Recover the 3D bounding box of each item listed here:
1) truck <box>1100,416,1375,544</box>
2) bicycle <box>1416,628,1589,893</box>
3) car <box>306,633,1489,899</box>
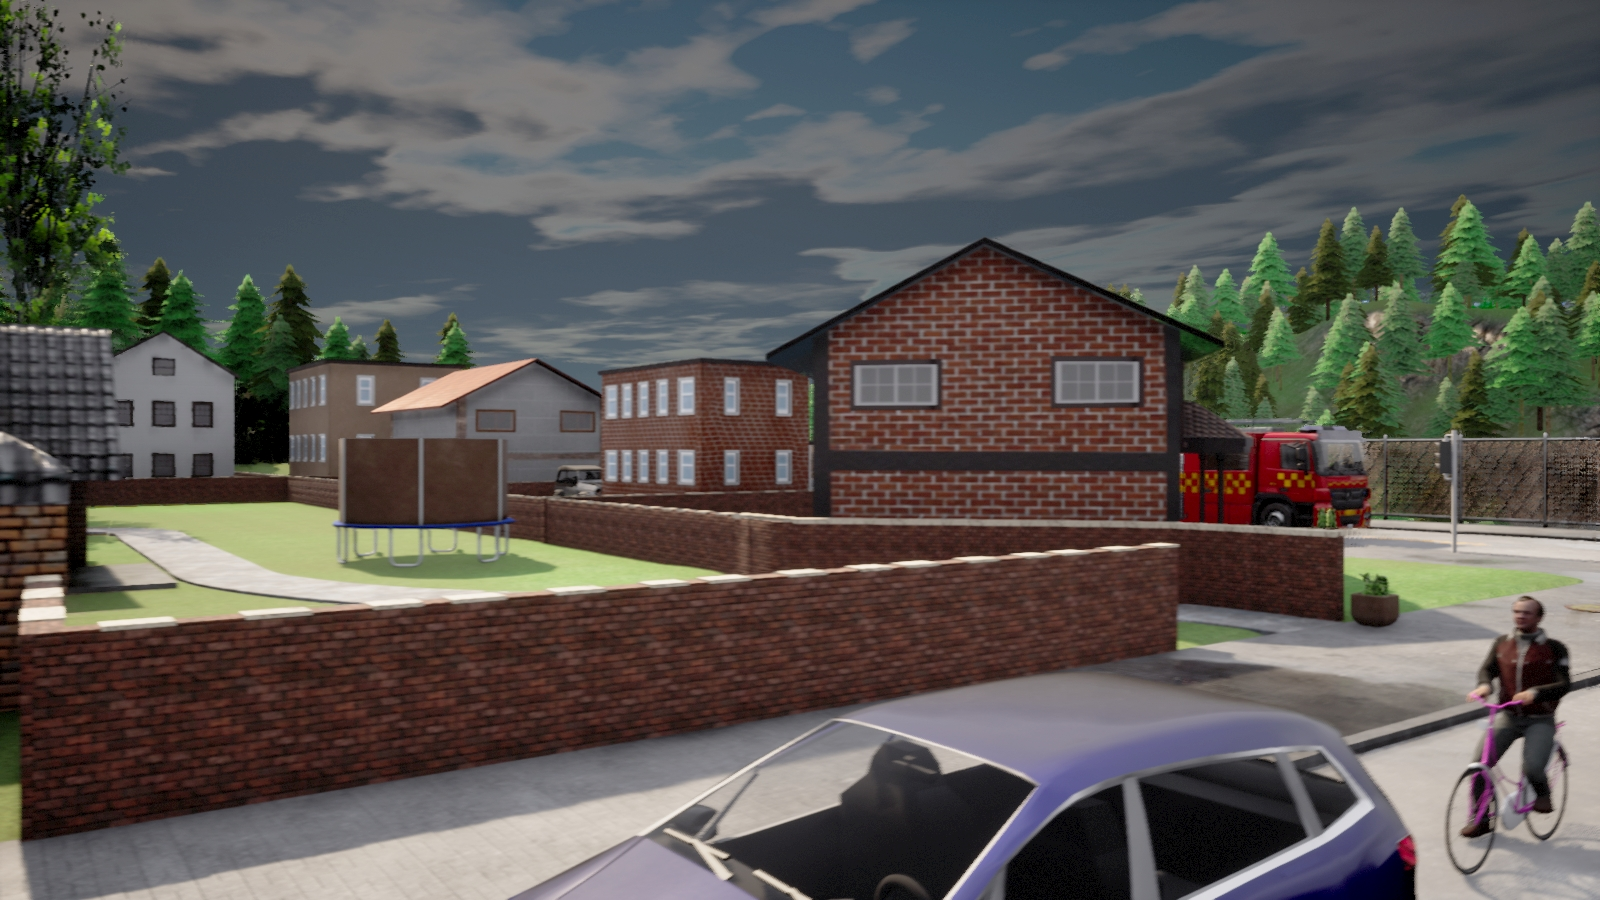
[{"bbox_3d":[14.427,0.890,38.491,2.891,3.827,8.468,0,0,-36],"label":"truck"},{"bbox_3d":[4.864,2.060,7.864,1.835,1.471,0.329,0,0,-36],"label":"bicycle"},{"bbox_3d":[0.633,1.967,4.811,4.611,1.667,2.242,0,0,-36],"label":"car"}]
